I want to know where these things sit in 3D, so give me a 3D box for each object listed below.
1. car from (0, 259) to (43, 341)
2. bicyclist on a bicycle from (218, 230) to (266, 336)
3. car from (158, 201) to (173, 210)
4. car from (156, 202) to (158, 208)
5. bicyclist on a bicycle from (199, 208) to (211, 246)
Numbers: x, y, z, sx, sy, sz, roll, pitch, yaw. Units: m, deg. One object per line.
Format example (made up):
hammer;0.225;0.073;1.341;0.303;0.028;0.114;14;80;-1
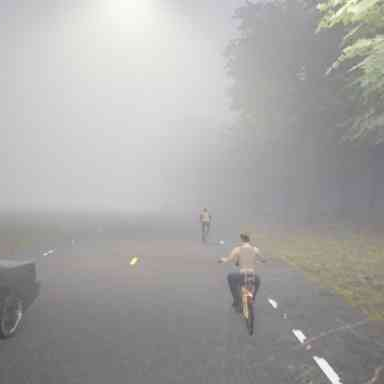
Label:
car;-3.646;1.556;3.812;2.033;1.411;5.357;0;0;-1
bicyclist on a bicycle;0.900;1.454;5.737;0.866;1.612;1.509;0;0;-1
car;-4.593;2.482;60.262;1.837;1.490;4.892;0;-1;-9
car;-6.911;2.764;73.642;2.033;1.411;5.357;0;-1;-11
bicyclist on a bicycle;0.615;1.552;14.922;0.582;1.620;1.656;0;-1;-2
